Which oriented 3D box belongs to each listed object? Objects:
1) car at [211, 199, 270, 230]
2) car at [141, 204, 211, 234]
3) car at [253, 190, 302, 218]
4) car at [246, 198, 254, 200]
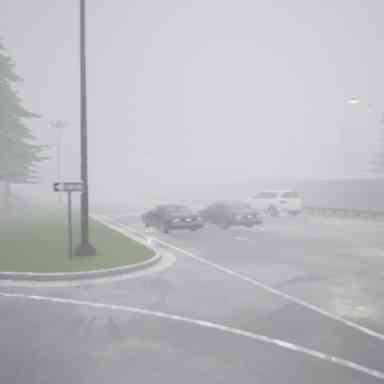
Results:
[{"bbox_3d":[1.961,1.324,19.669,2.033,1.411,5.357,-1,1,-25],"label":"car"},{"bbox_3d":[-1.227,1.364,18.226,2.033,1.411,5.357,-1,1,-25],"label":"car"},{"bbox_3d":[6.363,0.890,26.849,2.150,2.045,5.566,-1,1,-25],"label":"car"},{"bbox_3d":[2.675,1.264,26.503,1.994,1.385,4.181,-1,1,-25],"label":"car"}]
